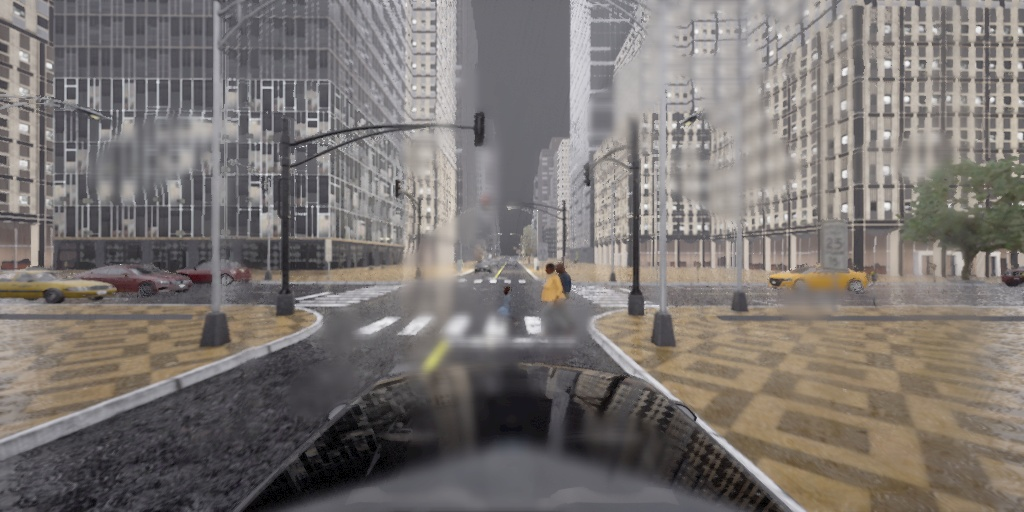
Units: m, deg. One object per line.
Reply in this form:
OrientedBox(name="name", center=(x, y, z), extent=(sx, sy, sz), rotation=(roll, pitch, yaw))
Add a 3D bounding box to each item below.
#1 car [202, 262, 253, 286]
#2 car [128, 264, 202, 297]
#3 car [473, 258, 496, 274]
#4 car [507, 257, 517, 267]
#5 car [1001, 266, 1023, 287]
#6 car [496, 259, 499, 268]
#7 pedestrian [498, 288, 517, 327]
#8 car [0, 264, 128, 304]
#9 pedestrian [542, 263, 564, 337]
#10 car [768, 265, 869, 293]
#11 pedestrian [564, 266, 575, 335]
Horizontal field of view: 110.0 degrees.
OrientedBox(name="car", center=(-19.213, 1.072, 23.031), extent=(4.097, 1.591, 1.967), rotation=(0, 0, -1))
OrientedBox(name="car", center=(-18.083, 1.153, 17.131), extent=(4.674, 1.442, 1.812), rotation=(0, 0, -1))
OrientedBox(name="car", center=(-3.093, 1.183, 39.698), extent=(1.837, 1.490, 4.892), rotation=(0, 0, 0))
OrientedBox(name="car", center=(-0.012, 1.172, 64.830), extent=(2.033, 1.411, 5.357), rotation=(0, 0, 0))
OrientedBox(name="car", center=(35.967, 1.202, 23.813), extent=(5.009, 1.841, 2.192), rotation=(0, 0, -1))
OrientedBox(name="car", center=(-3.060, 1.132, 57.360), extent=(2.128, 1.511, 4.902), rotation=(0, 0, 0))
OrientedBox(name="pedestrian", center=(-0.113, 1.028, 9.967), extent=(0.375, 1.860, 0.375), rotation=(0, 0, 0))
OrientedBox(name="car", center=(-18.901, 1.142, 14.395), extent=(4.829, 1.417, 1.751), rotation=(0, 0, -1))
OrientedBox(name="pedestrian", center=(0.981, 1.031, 8.650), extent=(0.375, 1.860, 0.375), rotation=(0, 0, 0))
OrientedBox(name="car", center=(17.755, 1.286, 20.922), extent=(5.008, 1.535, 1.882), rotation=(0, 0, -1))
OrientedBox(name="pedestrian", center=(1.375, 1.030, 9.367), extent=(0.375, 1.860, 0.375), rotation=(0, 0, 0))
